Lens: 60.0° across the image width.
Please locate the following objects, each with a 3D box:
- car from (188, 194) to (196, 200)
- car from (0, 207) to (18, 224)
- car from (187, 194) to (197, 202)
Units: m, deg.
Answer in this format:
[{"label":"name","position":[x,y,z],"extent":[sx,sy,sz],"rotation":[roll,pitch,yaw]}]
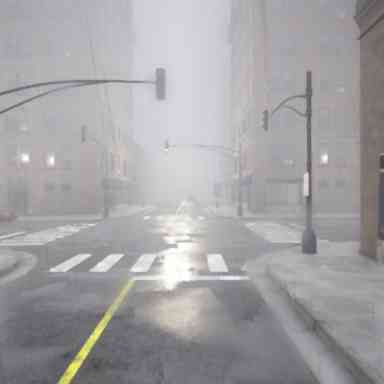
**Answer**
[{"label":"car","position":[-0.016,1.098,75.696],"extent":[1.895,1.301,4.718],"rotation":[0,0,0]},{"label":"car","position":[-14.583,1.683,23.499],"extent":[4.206,1.307,1.802],"rotation":[-1,1,0]},{"label":"car","position":[-0.014,1.266,65.244],"extent":[2.033,1.411,5.357],"rotation":[0,0,0]}]
